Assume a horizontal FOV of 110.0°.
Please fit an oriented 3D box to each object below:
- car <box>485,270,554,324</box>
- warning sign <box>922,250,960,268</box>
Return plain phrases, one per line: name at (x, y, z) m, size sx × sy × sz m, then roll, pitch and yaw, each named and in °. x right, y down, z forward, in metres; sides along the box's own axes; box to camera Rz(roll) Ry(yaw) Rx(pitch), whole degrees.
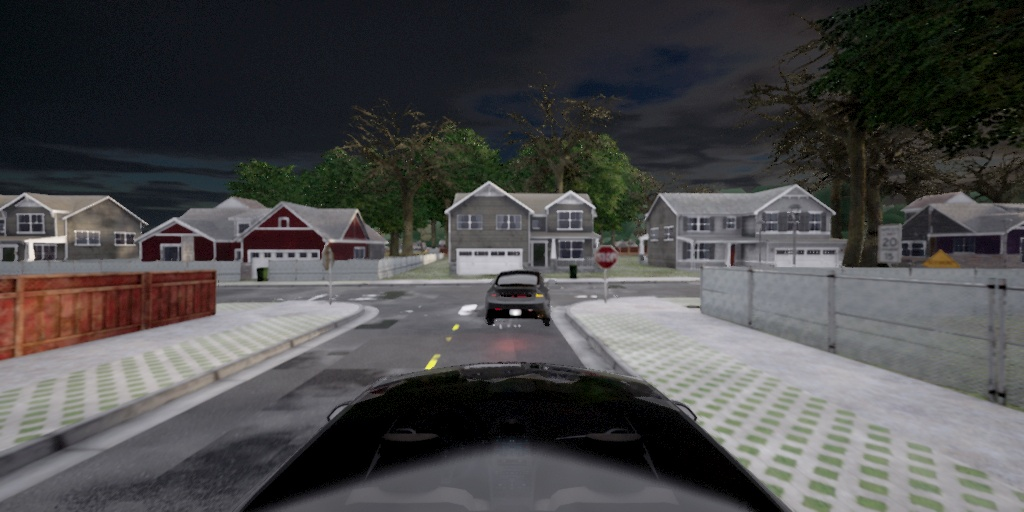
car at (0.326, 1.187, 11.681) m, size 1.837 × 1.490 × 4.892 m, roll 0°, pitch 1°, yaw 6°
warning sign at (18.186, 0.662, 15.203) m, size 1.060 × 1.860 × 1.300 m, roll 0°, pitch 0°, yaw -1°
